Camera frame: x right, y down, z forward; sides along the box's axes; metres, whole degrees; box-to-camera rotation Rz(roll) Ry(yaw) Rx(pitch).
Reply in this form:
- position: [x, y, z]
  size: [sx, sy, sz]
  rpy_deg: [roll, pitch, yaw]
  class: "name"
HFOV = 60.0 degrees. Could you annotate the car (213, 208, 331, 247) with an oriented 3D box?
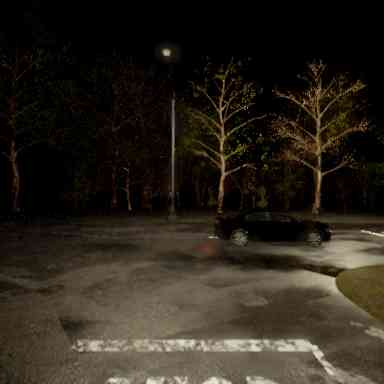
- position: [3.424, 1.478, 14.537]
  size: [5.008, 1.535, 1.882]
  rpy_deg: [0, 0, 0]
  class: "car"
